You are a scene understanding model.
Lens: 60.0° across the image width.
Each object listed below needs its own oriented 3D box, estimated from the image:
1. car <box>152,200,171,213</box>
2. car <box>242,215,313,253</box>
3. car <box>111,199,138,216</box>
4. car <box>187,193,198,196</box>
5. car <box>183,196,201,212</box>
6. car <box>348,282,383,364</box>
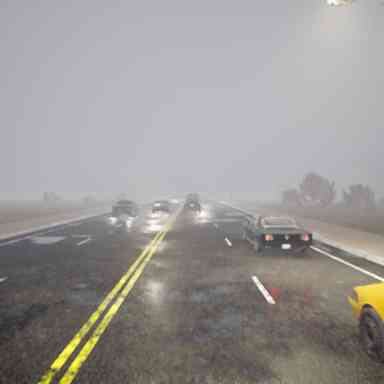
[{"bbox_3d":[-3.242,1.536,36.506,2.033,1.411,5.357,0,0,0],"label":"car"},{"bbox_3d":[3.253,1.599,13.688,1.895,1.301,4.718,0,0,0],"label":"car"},{"bbox_3d":[-6.533,1.465,32.685,1.882,1.535,5.008,0,0,1],"label":"car"},{"bbox_3d":[0.113,1.195,54.898,2.150,2.045,5.566,0,0,0],"label":"car"},{"bbox_3d":[0.006,1.487,38.656,2.163,1.488,4.792,0,0,0],"label":"car"},{"bbox_3d":[3.250,1.456,2.848,1.801,1.575,5.366,0,0,0],"label":"car"}]
